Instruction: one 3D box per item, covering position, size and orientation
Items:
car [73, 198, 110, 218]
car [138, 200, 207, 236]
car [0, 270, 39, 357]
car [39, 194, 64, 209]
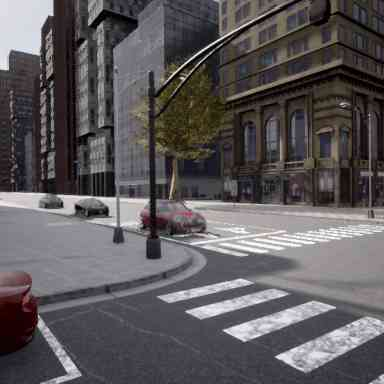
[{"bbox_3d":[-8.820,1.321,28.989,1.882,1.535,5.008,-1,2,-36],"label":"car"},{"bbox_3d":[-1.164,1.303,18.358,2.097,1.767,4.553,-1,1,-35],"label":"car"},{"bbox_3d":[-4.175,1.545,3.660,4.507,1.381,1.887,0,-1,-36],"label":"car"},{"bbox_3d":[-17.190,1.081,40.565,2.097,1.767,4.553,-1,1,-36],"label":"car"}]
